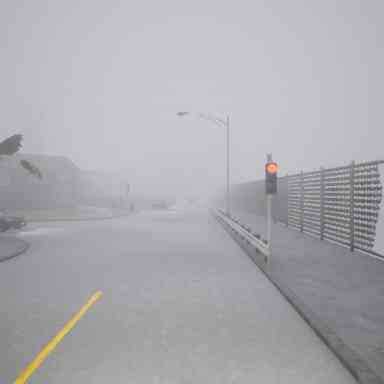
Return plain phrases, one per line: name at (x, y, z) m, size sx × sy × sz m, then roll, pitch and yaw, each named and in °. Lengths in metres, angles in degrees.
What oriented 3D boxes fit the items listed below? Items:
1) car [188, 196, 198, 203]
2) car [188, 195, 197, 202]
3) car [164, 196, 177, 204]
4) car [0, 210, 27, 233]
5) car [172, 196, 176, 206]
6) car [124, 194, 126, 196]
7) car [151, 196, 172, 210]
car at (0.161, 1.545, 68.020) m, size 2.033 × 1.411 × 5.357 m, roll 0°, pitch 0°, yaw -1°
car at (0.066, 1.537, 78.648) m, size 2.033 × 1.411 × 5.357 m, roll 0°, pitch 0°, yaw 0°
car at (-4.005, 1.545, 62.975) m, size 2.033 × 1.411 × 5.357 m, roll 0°, pitch 0°, yaw 0°
car at (-11.951, 1.525, 19.026) m, size 4.674 × 1.442 × 1.812 m, roll 0°, pitch 0°, yaw 2°
car at (-4.047, 1.503, 52.519) m, size 1.837 × 1.490 × 4.892 m, roll 0°, pitch 0°, yaw 0°
car at (-17.212, 1.131, 78.245) m, size 3.633 × 1.501 × 1.845 m, roll 0°, pitch 0°, yaw 0°
car at (-4.062, 1.476, 42.801) m, size 1.882 × 1.535 × 5.008 m, roll 0°, pitch 0°, yaw 0°
